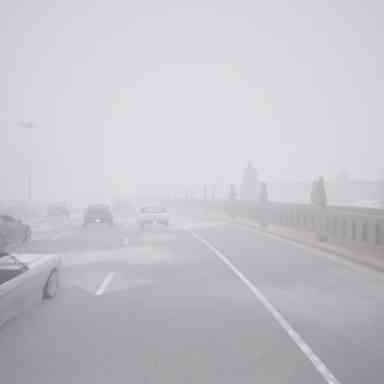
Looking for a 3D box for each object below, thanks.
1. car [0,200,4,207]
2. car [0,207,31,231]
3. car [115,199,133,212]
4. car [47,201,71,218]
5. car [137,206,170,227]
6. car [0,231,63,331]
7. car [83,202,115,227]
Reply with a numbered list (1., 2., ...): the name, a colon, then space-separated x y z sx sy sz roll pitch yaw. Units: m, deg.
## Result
1. car: -26.822 1.754 45.481 2.033 1.411 5.357 -1 0 -30
2. car: -8.113 1.570 13.460 1.812 1.442 4.674 0 0 -8
3. car: -8.336 1.554 39.937 1.837 1.490 4.892 0 0 -23
4. car: -12.491 1.608 31.319 1.812 1.442 4.674 0 0 -19
5. car: -2.790 1.617 22.998 1.895 1.301 4.718 0 0 -13
6. car: -3.722 1.619 5.420 1.895 1.301 4.718 0 0 -3
7. car: -6.439 1.544 23.090 1.837 1.490 4.892 0 0 -13
